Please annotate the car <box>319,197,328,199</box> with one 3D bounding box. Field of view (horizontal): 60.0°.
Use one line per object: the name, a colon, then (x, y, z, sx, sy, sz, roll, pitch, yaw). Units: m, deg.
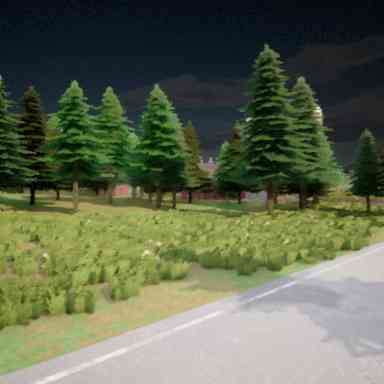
car: (30.641, 2.044, 78.332, 1.851, 1.617, 3.988, -2, -1, 45)
